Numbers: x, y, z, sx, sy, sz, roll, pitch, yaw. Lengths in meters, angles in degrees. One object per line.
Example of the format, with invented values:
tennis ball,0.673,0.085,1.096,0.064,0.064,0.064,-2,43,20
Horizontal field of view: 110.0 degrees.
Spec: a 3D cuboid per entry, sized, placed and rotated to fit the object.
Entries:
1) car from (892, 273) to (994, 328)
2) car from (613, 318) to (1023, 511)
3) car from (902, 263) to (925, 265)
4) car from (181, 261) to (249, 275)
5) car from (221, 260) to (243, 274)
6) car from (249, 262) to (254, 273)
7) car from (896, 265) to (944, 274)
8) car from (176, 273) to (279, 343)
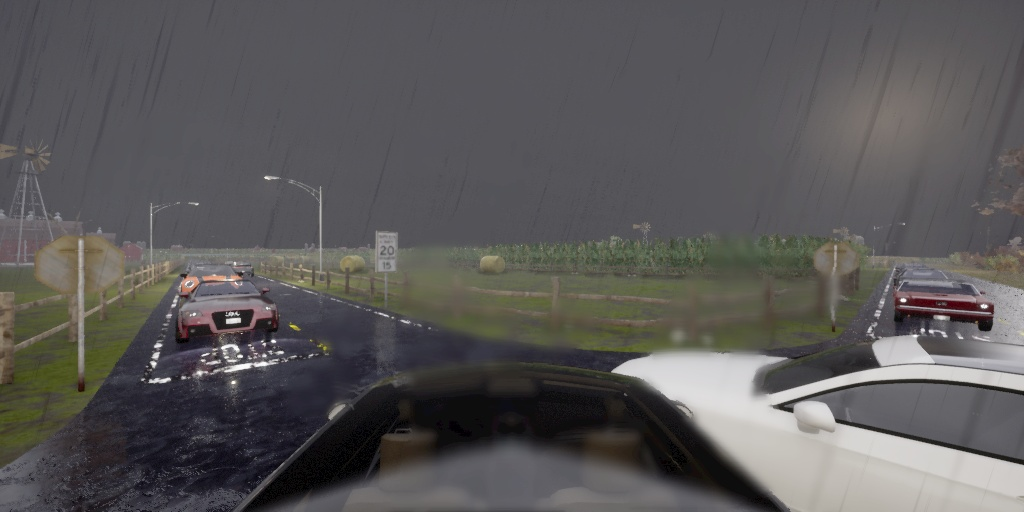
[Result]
car,13.517,1.397,11.437,4.718,1.301,1.895,0,1,-43
car,2.838,1.294,2.375,1.812,1.442,4.674,0,1,-44
car,27.349,1.398,24.255,4.181,1.385,1.994,0,1,-43
car,-13.718,1.138,16.444,2.097,1.767,4.553,0,0,-42
car,-33.704,1.300,43.131,1.837,1.490,4.892,0,0,-41
car,-26.983,1.280,35.673,2.128,1.511,4.902,0,0,-41
car,20.594,1.361,18.000,5.357,1.411,2.033,0,1,-43
car,-7.941,1.354,9.961,1.994,1.385,4.181,0,0,-43
